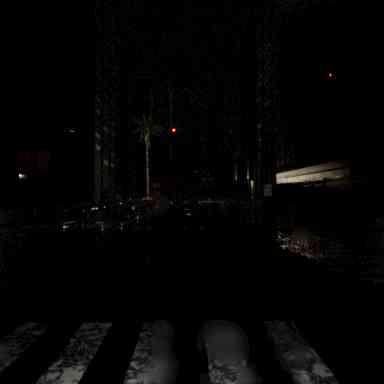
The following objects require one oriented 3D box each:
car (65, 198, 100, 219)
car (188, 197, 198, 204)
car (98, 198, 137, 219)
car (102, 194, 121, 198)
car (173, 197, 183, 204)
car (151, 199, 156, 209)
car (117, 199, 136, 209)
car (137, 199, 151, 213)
[{"bbox_3d":[-9.775,1.543,29.915,1.882,1.535,5.008,0,0,0],"label":"car"},{"bbox_3d":[0.274,1.790,69.874,1.994,1.385,4.181,0,0,0],"label":"car"},{"bbox_3d":[-6.529,1.543,29.649,1.882,1.535,5.008,0,0,0],"label":"car"},{"bbox_3d":[-9.756,1.319,39.861,2.150,2.045,5.566,0,0,0],"label":"car"},{"bbox_3d":[-2.976,1.790,69.857,1.994,1.385,4.181,0,0,0],"label":"car"},{"bbox_3d":[-6.471,1.735,49.005,1.895,1.301,4.718,0,0,1],"label":"car"},{"bbox_3d":[-9.714,1.701,49.822,1.994,1.385,4.181,0,0,0],"label":"car"},{"bbox_3d":[-6.505,1.587,39.117,2.128,1.511,4.902,0,0,0],"label":"car"}]
